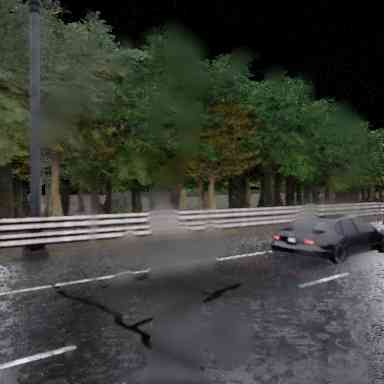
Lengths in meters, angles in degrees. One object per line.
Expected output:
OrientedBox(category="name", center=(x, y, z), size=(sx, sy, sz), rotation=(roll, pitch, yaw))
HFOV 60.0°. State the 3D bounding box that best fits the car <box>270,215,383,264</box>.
OrientedBox(category="car", center=(5.115, 1.516, 11.697), size=(5.357, 1.411, 2.033), rotation=(0, 0, -36))
